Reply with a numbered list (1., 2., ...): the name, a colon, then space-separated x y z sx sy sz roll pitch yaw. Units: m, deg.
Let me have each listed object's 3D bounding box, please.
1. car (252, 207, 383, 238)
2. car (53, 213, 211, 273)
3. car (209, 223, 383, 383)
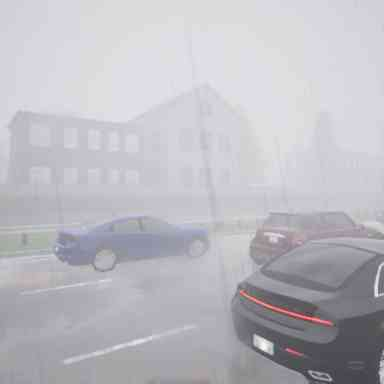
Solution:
1. car: 3.949 1.300 10.176 4.553 1.767 2.097 0 0 -34
2. car: -1.683 1.414 10.556 5.008 1.535 1.882 0 0 -34
3. car: 2.807 1.479 5.148 4.892 1.490 1.837 0 0 -34
